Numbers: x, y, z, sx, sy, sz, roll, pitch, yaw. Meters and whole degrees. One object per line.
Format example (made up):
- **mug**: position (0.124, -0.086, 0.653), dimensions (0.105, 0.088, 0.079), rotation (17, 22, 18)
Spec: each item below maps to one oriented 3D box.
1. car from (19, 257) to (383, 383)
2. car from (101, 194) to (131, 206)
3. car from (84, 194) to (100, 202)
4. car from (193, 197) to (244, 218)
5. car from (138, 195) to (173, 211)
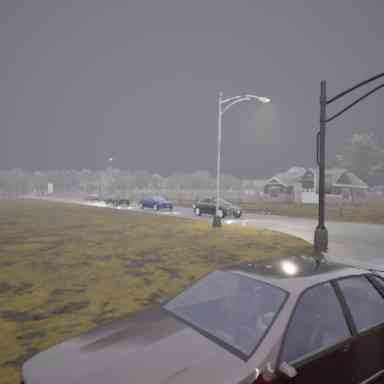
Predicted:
- **car**: position (0.998, 1.548, 3.798), dimensions (5.357, 1.411, 2.033), rotation (0, 0, -35)
- **car**: position (-9.581, 1.106, 42.734), dimensions (1.895, 1.301, 4.718), rotation (2, -1, -35)
- **car**: position (-18.247, 1.005, 61.105), dimensions (2.033, 1.411, 5.357), rotation (2, -1, -35)
- **car**: position (2.004, 1.224, 26.434), dimensions (1.837, 1.490, 4.892), rotation (2, 0, -35)
- **car**: position (-3.791, 1.081, 34.581), dimensions (1.882, 1.535, 5.008), rotation (2, 0, -36)
